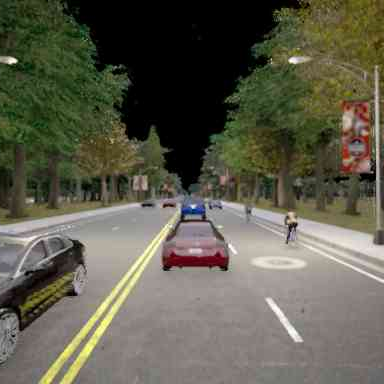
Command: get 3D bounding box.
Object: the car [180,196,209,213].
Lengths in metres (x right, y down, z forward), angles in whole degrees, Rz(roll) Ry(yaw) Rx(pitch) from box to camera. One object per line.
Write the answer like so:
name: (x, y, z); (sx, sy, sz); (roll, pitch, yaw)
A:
car: (0.104, 1.344, 29.747); (2.150, 2.045, 5.566); (0, 0, 0)

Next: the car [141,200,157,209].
car: (-6.563, 1.834, 50.557); (1.895, 1.301, 4.718); (0, 0, 0)

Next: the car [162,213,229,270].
car: (0.101, 1.605, 11.183); (1.994, 1.385, 4.181); (0, 0, 0)

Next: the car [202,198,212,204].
car: (3.266, 1.942, 73.360); (1.994, 1.385, 4.181); (0, 0, 0)

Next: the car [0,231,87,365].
car: (-3.348, 1.512, 5.867); (2.128, 1.511, 4.902); (0, 0, 0)

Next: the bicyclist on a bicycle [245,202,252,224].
bicyclist on a bicycle: (4.146, 1.549, 24.323); (0.582, 1.620, 1.656); (0, -1, 0)

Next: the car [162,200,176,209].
car: (-3.315, 1.823, 48.844); (1.895, 1.301, 4.718); (0, 0, 0)

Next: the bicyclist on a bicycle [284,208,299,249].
bicyclist on a bicycle: (4.143, 1.504, 13.905); (0.582, 1.620, 1.656); (0, -1, 0)

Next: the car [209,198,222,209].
car: (3.358, 1.770, 48.878); (2.033, 1.411, 5.357); (0, 0, 0)
